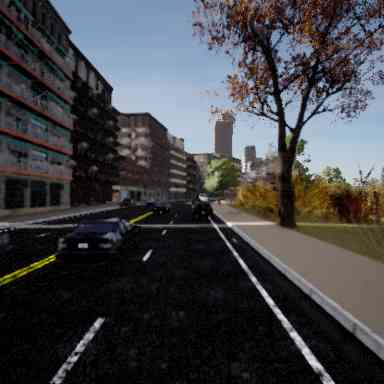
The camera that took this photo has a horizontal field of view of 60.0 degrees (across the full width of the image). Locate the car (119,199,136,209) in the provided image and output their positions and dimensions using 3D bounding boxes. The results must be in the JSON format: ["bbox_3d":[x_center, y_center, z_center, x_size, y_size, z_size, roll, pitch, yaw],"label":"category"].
[{"bbox_3d":[-9.581,1.789,49.727,1.837,1.490,4.892,0,0,2],"label":"car"}]

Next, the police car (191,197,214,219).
[{"bbox_3d":[0.976,1.598,31.040,1.930,1.638,5.238,0,0,0],"label":"police car"}]

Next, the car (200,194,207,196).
[{"bbox_3d":[2.927,1.598,86.613,2.150,2.045,5.566,0,-1,7],"label":"car"}]

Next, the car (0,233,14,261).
[{"bbox_3d":[-6.600,1.593,8.234,2.033,1.411,5.357,0,0,0],"label":"car"}]

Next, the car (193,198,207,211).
[{"bbox_3d":[1.099,1.720,46.981,1.801,1.575,5.366,0,0,1],"label":"car"}]

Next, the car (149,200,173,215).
[{"bbox_3d":[-3.144,1.804,36.386,1.895,1.301,4.718,0,0,0],"label":"car"}]

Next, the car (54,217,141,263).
[{"bbox_3d":[-3.150,1.614,12.135,2.033,1.411,5.357,0,0,0],"label":"car"}]

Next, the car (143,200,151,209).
[{"bbox_3d":[-6.276,1.858,51.370,1.994,1.385,4.181,0,0,2],"label":"car"}]
